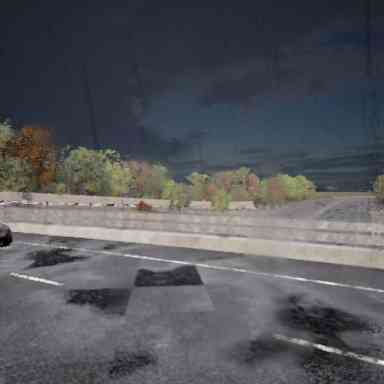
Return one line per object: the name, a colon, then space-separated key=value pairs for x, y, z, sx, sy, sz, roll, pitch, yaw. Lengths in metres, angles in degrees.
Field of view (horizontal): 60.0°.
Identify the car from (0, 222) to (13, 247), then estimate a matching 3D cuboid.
car: x=-9.177 y=1.534 z=13.285 sx=4.181 sy=1.385 sz=1.994 roll=0 pitch=0 yaw=28
